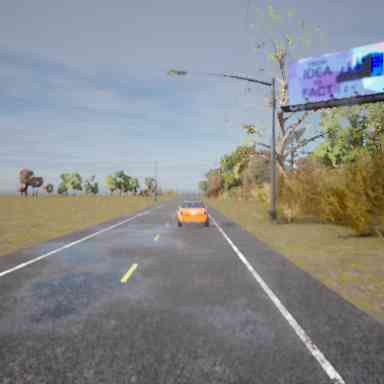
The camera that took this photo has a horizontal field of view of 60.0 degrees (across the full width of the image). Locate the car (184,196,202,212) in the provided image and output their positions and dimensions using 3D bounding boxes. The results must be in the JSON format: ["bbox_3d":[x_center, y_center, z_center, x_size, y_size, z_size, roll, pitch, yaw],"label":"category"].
[{"bbox_3d":[0.085,1.451,41.633,2.097,1.767,4.553,0,0,0],"label":"car"}]

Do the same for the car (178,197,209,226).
[{"bbox_3d":[0.089,1.408,23.815,2.097,1.767,4.553,0,0,0],"label":"car"}]
